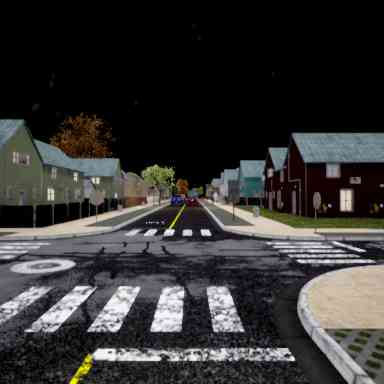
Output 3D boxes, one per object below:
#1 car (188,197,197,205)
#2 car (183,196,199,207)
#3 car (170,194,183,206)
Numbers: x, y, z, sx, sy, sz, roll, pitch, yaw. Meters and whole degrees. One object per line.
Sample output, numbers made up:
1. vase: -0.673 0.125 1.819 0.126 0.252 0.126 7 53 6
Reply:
1. car: 0.072 1.765 66.654 1.812 1.442 4.674 0 0 0
2. car: 0.061 1.523 56.621 2.097 1.767 4.553 0 0 0
3. car: -2.684 1.420 60.796 2.150 2.045 5.566 0 0 0
